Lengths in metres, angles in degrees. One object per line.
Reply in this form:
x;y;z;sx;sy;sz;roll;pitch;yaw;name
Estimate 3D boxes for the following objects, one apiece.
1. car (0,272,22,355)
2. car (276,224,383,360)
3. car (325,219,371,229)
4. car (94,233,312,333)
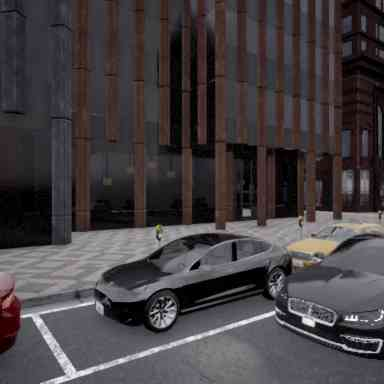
-4.357;1.545;3.547;4.507;1.381;1.887;0;0;-35;car
3.553;1.505;5.899;4.892;1.490;1.837;0;0;-35;car
4.695;1.526;9.976;4.829;1.417;1.752;0;0;-35;car
0.238;1.566;6.811;4.313;1.339;1.947;0;0;-35;car
